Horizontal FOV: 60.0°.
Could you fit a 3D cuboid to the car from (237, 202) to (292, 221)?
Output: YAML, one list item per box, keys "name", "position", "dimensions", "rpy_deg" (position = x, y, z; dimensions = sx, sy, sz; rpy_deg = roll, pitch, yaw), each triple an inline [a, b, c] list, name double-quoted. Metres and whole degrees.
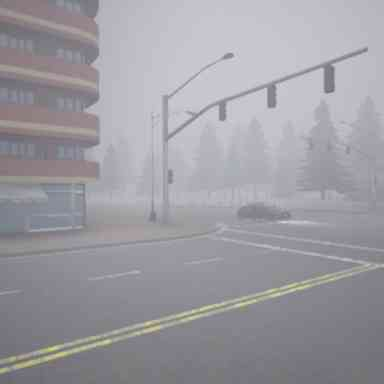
- name: "car"
  position: [5.419, 1.452, 25.161]
  dimensions: [1.994, 1.385, 4.181]
  rpy_deg: [0, 1, -38]
